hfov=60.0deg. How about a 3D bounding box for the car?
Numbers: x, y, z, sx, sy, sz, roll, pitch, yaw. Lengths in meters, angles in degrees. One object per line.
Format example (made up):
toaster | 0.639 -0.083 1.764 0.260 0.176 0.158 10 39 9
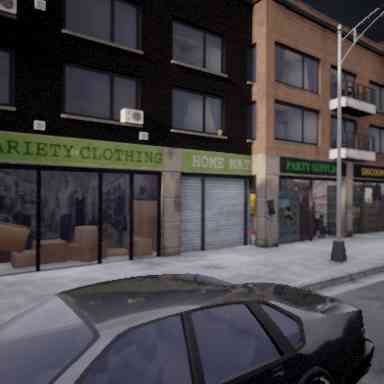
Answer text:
car | -0.513 1.554 2.889 5.357 1.411 2.033 0 0 -36
